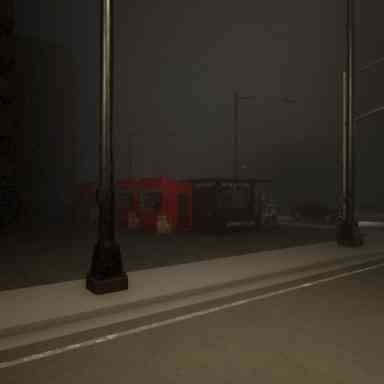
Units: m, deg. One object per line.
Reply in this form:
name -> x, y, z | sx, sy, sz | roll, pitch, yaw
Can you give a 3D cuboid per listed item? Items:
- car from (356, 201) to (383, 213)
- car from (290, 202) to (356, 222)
car -> 21.010, 1.681, 37.195 | 2.033, 1.411, 5.357 | 0, -1, -36
car -> 10.466, 1.612, 27.557 | 1.837, 1.490, 4.892 | 0, -1, -36
